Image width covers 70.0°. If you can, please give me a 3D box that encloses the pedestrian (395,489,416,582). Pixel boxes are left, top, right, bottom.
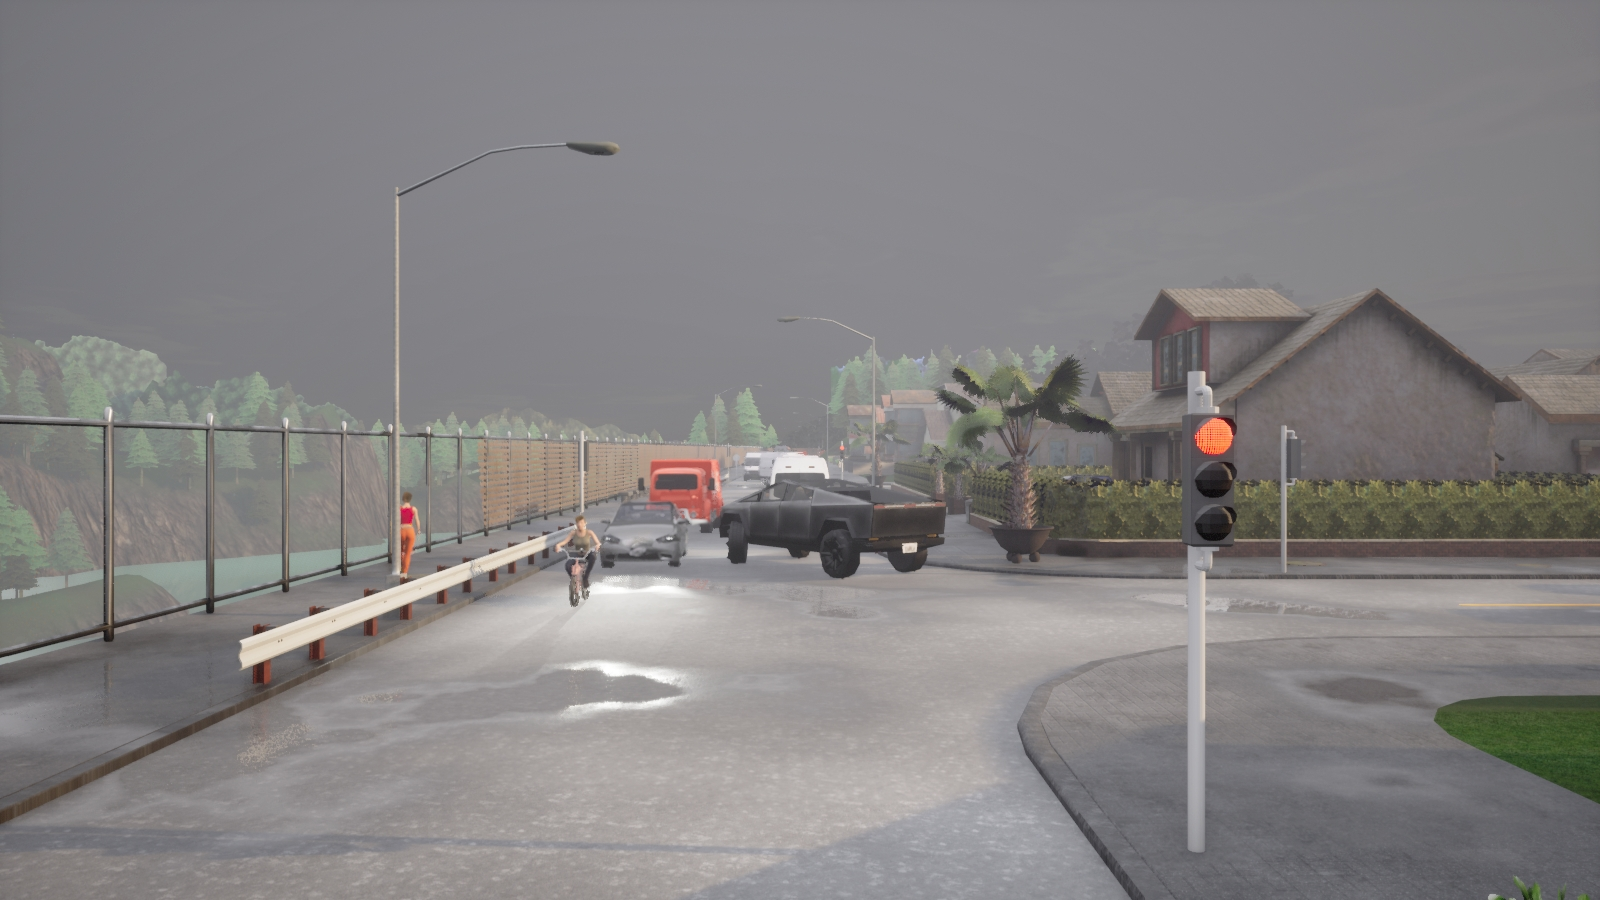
[{"bbox_3d":[-8.044,1.729,23.283,0.375,1.860,0.375,0,0,-14],"label":"pedestrian"}]

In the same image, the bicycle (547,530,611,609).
[{"bbox_3d":[-3.987,2.144,20.705,0.859,1.276,1.487,0,0,0],"label":"bicycle"}]

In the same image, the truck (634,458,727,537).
[{"bbox_3d":[-3.998,1.543,39.196,2.627,2.467,5.204,0,0,0],"label":"truck"}]

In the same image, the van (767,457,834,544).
[{"bbox_3d":[0.006,1.511,36.872,1.988,2.561,5.915,0,0,0],"label":"van"}]

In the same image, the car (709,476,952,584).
[{"bbox_3d":[0.520,1.736,26.916,2.390,2.098,6.274,0,0,-36],"label":"car"}]

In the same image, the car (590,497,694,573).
[{"bbox_3d":[-3.796,2.030,28.329,2.128,1.511,4.902,0,0,-3],"label":"car"}]
